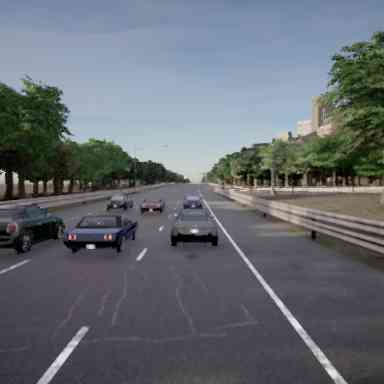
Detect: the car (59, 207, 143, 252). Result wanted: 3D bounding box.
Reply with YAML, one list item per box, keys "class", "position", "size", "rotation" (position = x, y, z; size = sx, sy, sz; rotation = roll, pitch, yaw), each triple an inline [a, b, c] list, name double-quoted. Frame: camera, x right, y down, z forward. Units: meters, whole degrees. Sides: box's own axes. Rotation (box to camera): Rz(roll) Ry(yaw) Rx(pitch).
- class: "car"
  position: [-3.400, 1.519, 13.406]
  size: [1.895, 1.301, 4.718]
  rotation: [0, 1, 0]

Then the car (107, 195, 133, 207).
- class: "car"
  position: [-6.903, 0.993, 32.153]
  size: [1.812, 1.442, 4.674]
  rotation: [0, 2, 0]

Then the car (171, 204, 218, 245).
- class: "car"
  position: [0.098, 1.461, 15.003]
  size: [1.994, 1.385, 4.181]
  rotation: [0, 1, 0]

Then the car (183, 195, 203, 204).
- class: "car"
  position: [0.098, 0.996, 32.073]
  size: [1.812, 1.442, 4.674]
  rotation: [0, 2, 0]

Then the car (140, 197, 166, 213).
- class: "car"
  position: [-3.401, 1.142, 29.835]
  size: [1.895, 1.301, 4.718]
  rotation: [0, 2, 0]

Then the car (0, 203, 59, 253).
- class: "car"
  position: [-6.901, 1.270, 13.425]
  size: [2.097, 1.767, 4.553]
  rotation: [0, 1, 0]
